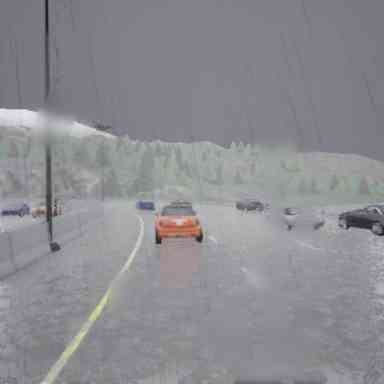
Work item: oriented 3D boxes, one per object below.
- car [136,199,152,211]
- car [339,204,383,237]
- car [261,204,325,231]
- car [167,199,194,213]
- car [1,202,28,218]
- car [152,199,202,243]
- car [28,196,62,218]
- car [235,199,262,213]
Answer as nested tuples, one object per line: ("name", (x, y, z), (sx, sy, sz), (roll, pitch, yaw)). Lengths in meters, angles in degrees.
("car", (-6.439, 1.680, 45.139), (1.882, 1.535, 5.008), (0, 0, -18))
("car", (9.695, 1.403, 17.592), (2.128, 1.511, 4.902), (-1, 0, -7))
("car", (6.076, 1.569, 20.310), (1.895, 1.301, 4.718), (-1, 0, -7))
("car", (-1.474, 1.614, 40.205), (2.128, 1.511, 4.902), (0, 0, -15))
("car", (-18.529, 1.821, 35.121), (1.882, 1.535, 5.008), (-1, 0, -14))
("car", (-0.790, 1.405, 16.688), (2.097, 1.767, 4.553), (-1, 0, -6))
("car", (-14.500, 1.636, 33.321), (2.097, 1.767, 4.553), (-1, 0, -13))
("car", (6.368, 1.513, 37.562), (1.837, 1.490, 4.892), (0, 0, -14))
